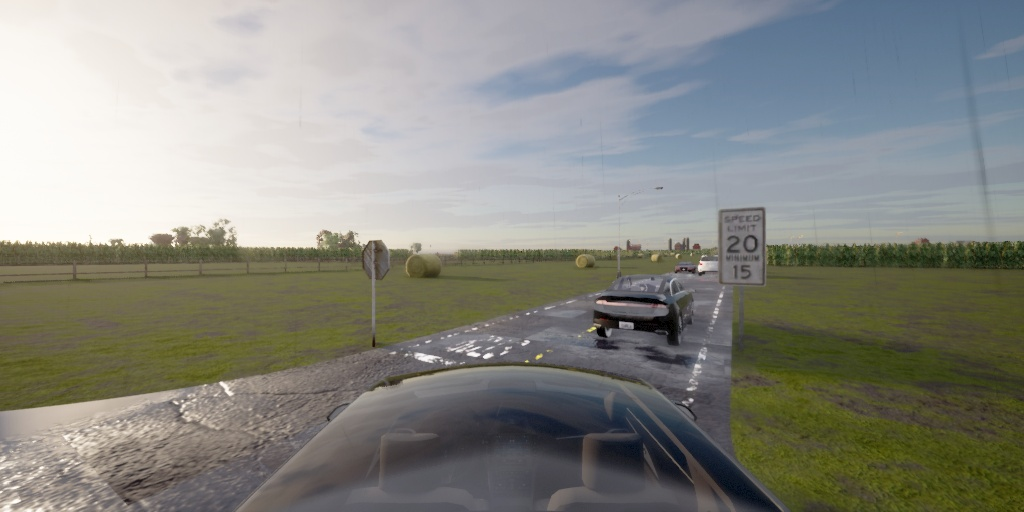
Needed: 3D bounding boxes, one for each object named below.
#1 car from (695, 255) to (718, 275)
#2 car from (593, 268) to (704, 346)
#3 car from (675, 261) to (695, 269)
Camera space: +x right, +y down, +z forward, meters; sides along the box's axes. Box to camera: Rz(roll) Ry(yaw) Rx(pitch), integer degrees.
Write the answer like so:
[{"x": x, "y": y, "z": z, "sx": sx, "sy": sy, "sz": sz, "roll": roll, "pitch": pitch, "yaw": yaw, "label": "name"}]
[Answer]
[{"x": 20.151, "y": 0.945, "z": 36.093, "sx": 2.150, "sy": 2.045, "sz": 5.566, "roll": 0, "pitch": 0, "yaw": 33, "label": "car"}, {"x": 3.670, "y": 1.240, "z": 9.566, "sx": 2.128, "sy": 1.511, "sz": 4.902, "roll": 0, "pitch": 0, "yaw": 32, "label": "car"}, {"x": 19.857, "y": 1.281, "z": 40.943, "sx": 1.994, "sy": 1.385, "sz": 4.181, "roll": 0, "pitch": 0, "yaw": 32, "label": "car"}]
